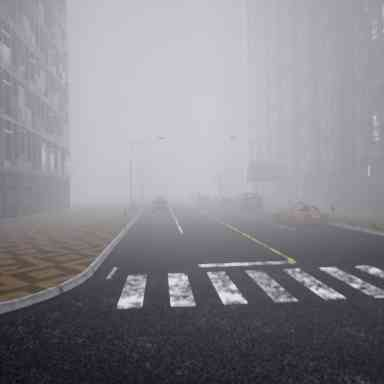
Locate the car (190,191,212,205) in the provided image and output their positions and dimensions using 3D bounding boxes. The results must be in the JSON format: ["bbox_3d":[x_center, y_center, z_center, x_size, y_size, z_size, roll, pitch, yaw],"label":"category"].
[{"bbox_3d":[1.360,1.048,46.413,2.128,1.511,4.902,-1,1,-5],"label":"car"}]

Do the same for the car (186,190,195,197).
[{"bbox_3d":[-0.475,0.393,93.722,2.192,1.841,5.009,-1,1,-5],"label":"car"}]

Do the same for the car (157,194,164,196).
[{"bbox_3d":[-3.537,1.292,36.736,2.008,1.369,4.403,-1,1,-5],"label":"car"}]

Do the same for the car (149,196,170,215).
[{"bbox_3d":[-3.009,1.357,31.119,1.947,1.339,4.313,-1,1,-5],"label":"car"}]

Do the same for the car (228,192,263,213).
[{"bbox_3d":[5.327,0.957,31.940,2.192,1.841,5.009,-1,1,-5],"label":"car"}]

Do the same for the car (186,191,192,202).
[{"bbox_3d":[0.100,0.961,59.808,1.812,1.442,4.674,-1,1,-5],"label":"car"}]

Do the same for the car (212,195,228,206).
[{"bbox_3d":[4.275,1.086,43.175,1.887,1.381,4.507,-1,1,-5],"label":"car"}]

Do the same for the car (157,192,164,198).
[{"bbox_3d":[-8.286,0.720,87.296,1.967,1.590,4.097,-1,1,-5],"label":"car"}]

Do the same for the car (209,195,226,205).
[{"bbox_3d":[3.747,1.073,48.792,1.802,1.307,4.206,-1,1,-5],"label":"car"}]

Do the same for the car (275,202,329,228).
[{"bbox_3d":[6.409,1.272,20.043,1.752,1.417,4.829,-1,1,-5],"label":"car"}]

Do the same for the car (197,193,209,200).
[{"bbox_3d":[2.164,0.882,65.642,1.887,1.381,4.507,-1,1,-5],"label":"car"}]
